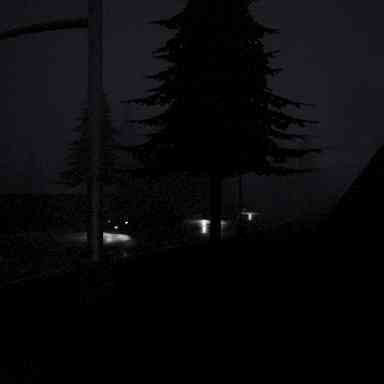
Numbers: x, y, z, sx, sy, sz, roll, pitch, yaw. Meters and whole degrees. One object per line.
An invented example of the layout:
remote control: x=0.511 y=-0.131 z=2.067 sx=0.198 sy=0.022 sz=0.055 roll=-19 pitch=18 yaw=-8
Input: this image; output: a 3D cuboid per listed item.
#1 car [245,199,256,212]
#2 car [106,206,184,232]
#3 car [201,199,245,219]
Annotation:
car: x=6.439 y=1.547 z=38.998 sx=2.033 sy=1.411 sz=5.357 roll=0 pitch=0 yaw=16
car: x=-2.648 y=1.547 z=20.392 sx=2.033 sy=1.411 sz=5.357 roll=0 pitch=0 yaw=35
car: x=2.671 y=1.547 z=29.261 sx=2.033 sy=1.411 sz=5.357 roll=0 pitch=0 yaw=26
